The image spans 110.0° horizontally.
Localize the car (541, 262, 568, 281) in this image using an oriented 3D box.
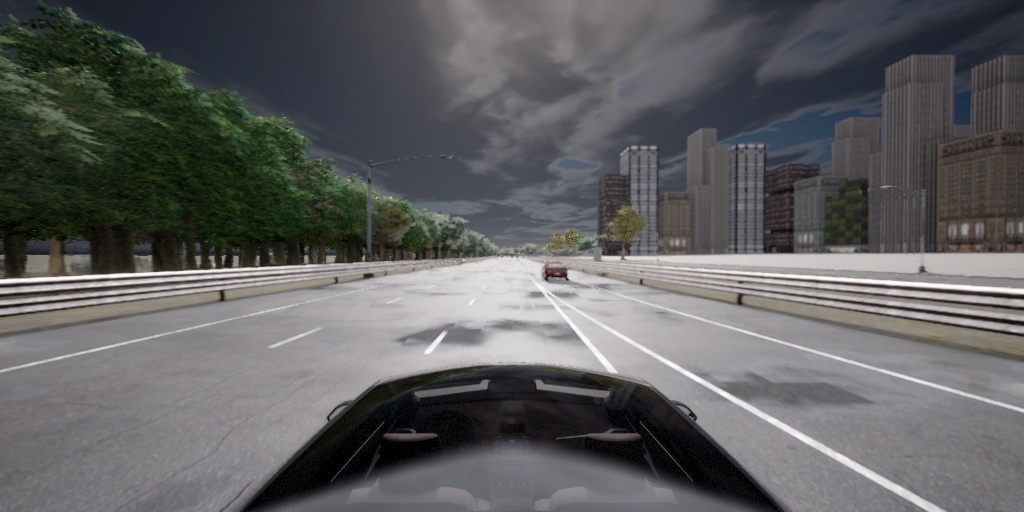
[{"bbox_3d":[3.579,1.250,30.781,1.882,1.535,5.008,0,0,-1],"label":"car"}]
